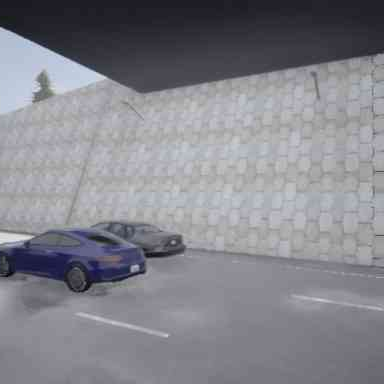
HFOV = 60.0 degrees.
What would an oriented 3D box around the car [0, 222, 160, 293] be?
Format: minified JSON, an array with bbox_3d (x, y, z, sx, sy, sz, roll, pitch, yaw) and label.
[{"bbox_3d":[-3.428,1.691,9.222,4.674,1.442,1.812,0,-2,28],"label":"car"}]

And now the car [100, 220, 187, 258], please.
[{"bbox_3d":[-2.870,1.811,12.900,5.357,1.411,2.033,0,-2,28],"label":"car"}]
